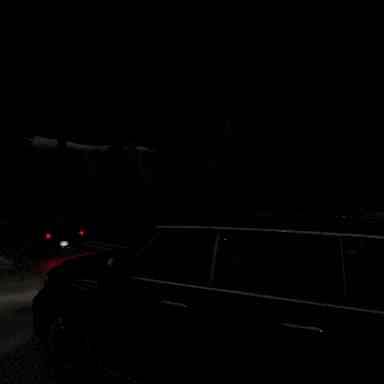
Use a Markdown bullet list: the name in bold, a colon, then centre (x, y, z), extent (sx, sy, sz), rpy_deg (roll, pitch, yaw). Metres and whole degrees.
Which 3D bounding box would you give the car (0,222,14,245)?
- **car**: centre (-6.372, 1.599, 13.663), extent (4.718, 1.301, 1.895), rpy_deg (0, 0, 41)

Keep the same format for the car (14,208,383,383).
- **car**: centre (0.521, 1.216, 3.800), extent (5.566, 2.045, 2.150), rpy_deg (-1, 0, 35)
